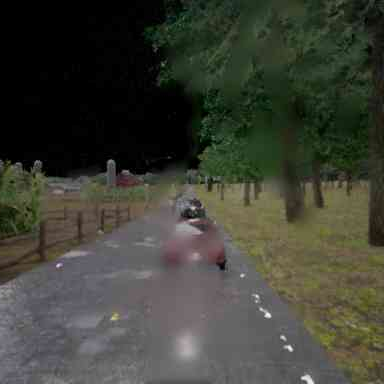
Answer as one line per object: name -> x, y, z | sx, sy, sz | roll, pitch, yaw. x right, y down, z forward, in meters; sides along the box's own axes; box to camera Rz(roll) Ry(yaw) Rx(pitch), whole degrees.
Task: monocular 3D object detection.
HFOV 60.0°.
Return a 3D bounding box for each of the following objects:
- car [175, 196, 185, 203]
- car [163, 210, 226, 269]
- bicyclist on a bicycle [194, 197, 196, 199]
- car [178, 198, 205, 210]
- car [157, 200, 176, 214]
car -> -2.772, 1.803, 78.798 | 2.128, 1.511, 4.902 | 0, 0, 0
car -> 0.080, 1.547, 11.052 | 1.812, 1.442, 4.674 | 0, 0, 0
bicyclist on a bicycle -> 0.735, 1.986, 74.446 | 0.582, 1.620, 1.656 | 0, 0, 0
car -> 0.084, 1.444, 29.986 | 2.097, 1.767, 4.553 | 0, 0, 0
car -> -2.855, 1.626, 37.518 | 1.882, 1.535, 5.008 | 0, 0, 0
